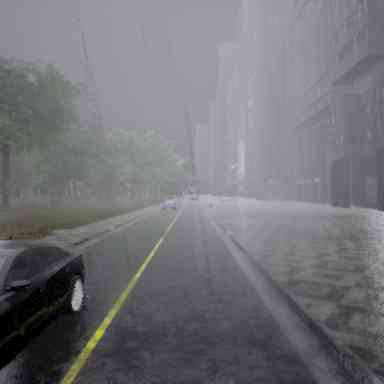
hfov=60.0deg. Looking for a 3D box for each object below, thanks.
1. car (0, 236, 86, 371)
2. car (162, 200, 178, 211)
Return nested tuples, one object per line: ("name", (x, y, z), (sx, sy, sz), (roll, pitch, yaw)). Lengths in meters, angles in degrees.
("car", (-3.102, 1.509, 4.846), (1.882, 1.535, 5.008), (0, 0, 0))
("car", (-3.097, 1.848, 46.006), (1.812, 1.442, 4.674), (0, 0, 0))
